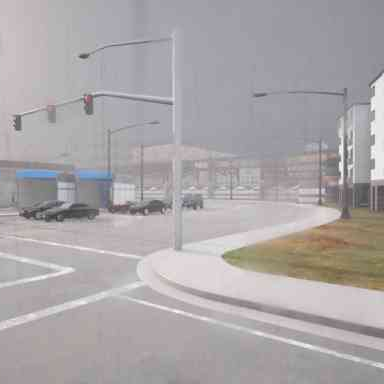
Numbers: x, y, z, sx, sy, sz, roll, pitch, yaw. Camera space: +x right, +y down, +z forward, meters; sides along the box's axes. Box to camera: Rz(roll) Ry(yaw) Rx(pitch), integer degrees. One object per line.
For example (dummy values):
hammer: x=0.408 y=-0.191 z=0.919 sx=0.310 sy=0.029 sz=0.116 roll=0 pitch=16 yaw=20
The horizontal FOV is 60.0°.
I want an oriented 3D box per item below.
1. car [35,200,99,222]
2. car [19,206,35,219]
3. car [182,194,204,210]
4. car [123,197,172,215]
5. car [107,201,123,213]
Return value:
car: x=-9.590 y=1.526 z=26.544 sx=1.812 sy=1.442 sz=4.674 roll=0 pitch=0 yaw=36
car: x=-12.299 y=1.505 z=28.770 sx=1.837 sy=1.490 sz=4.892 roll=0 pitch=0 yaw=36
car: x=-0.030 y=1.221 z=43.744 sx=2.150 sy=2.045 sz=5.566 roll=0 pitch=0 yaw=16
car: x=-4.459 y=1.505 z=34.031 sx=1.837 sy=1.490 sz=4.892 roll=0 pitch=0 yaw=30
car: x=-7.067 y=1.601 z=36.378 sx=1.895 sy=1.301 sz=4.718 roll=0 pitch=0 yaw=30
